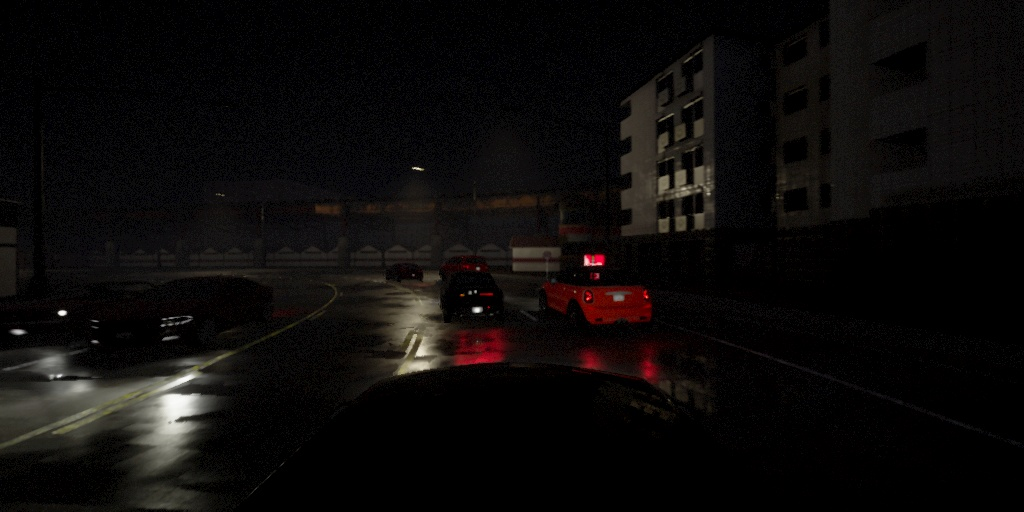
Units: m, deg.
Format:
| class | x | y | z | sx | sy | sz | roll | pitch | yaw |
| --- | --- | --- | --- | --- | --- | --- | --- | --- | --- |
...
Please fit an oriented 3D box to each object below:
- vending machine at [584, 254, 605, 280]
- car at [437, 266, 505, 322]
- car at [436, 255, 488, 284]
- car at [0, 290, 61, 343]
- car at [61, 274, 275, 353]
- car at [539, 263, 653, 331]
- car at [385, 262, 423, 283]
| class | x | y | z | sx | sy | sz | roll | pitch | yaw |
| --- | --- | --- | --- | --- | --- | --- | --- | --- | --- |
| vending machine | 5.211 | 0.889 | 22.604 | 1.100 | 2.100 | 0.880 | 0 | 0 | -22 |
| car | -1.505 | 1.257 | 12.432 | 1.837 | 1.490 | 4.892 | 0 | 0 | -13 |
| car | -3.703 | 0.976 | 27.299 | 2.150 | 2.045 | 5.566 | 0 | 0 | -30 |
| car | -11.845 | 1.429 | 10.312 | 1.895 | 1.301 | 4.718 | 0 | 0 | -15 |
| car | -8.117 | 1.279 | 9.417 | 1.882 | 1.535 | 5.008 | 0 | 0 | -13 |
| car | 2.319 | 1.077 | 11.127 | 2.097 | 1.767 | 4.553 | 0 | 0 | -10 |
| car | -8.632 | 1.266 | 28.453 | 1.882 | 1.535 | 5.008 | 0 | 0 | -34 |
